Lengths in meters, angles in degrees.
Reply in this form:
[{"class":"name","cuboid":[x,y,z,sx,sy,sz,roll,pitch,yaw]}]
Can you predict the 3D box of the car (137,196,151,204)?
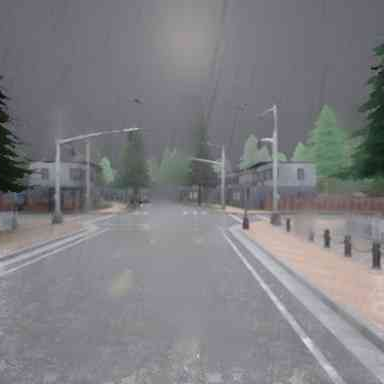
[{"class":"car","cuboid":[-9.591,1.519,66.203,2.097,1.767,4.553,0,0,-21]}]
